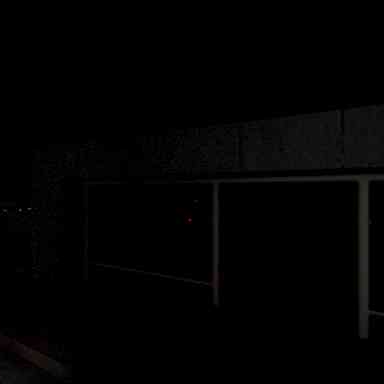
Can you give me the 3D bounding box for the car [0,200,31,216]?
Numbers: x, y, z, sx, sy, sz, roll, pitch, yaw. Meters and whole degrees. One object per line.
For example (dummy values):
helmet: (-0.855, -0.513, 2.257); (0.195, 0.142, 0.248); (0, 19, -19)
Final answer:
car: (-15.239, 1.520, 30.688); (1.837, 1.490, 4.892); (0, 0, 34)
